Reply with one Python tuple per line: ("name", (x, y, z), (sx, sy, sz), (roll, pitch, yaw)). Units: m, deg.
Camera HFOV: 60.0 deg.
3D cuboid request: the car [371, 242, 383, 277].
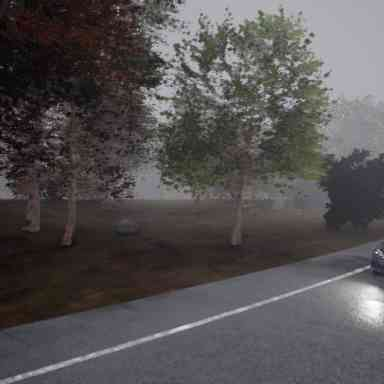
("car", (6.713, 1.527, 9.311), (4.674, 1.442, 1.812), (0, 0, -42))
